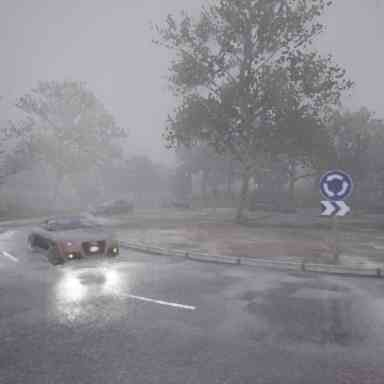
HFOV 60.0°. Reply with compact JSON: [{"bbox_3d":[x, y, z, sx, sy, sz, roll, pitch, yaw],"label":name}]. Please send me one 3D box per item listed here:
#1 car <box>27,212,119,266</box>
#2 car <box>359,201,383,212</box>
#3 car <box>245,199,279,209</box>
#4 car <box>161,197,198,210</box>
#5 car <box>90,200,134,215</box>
[{"bbox_3d":[-4.301,1.564,11.743,1.994,1.385,4.181,0,0,-41],"label":"car"},{"bbox_3d":[21.260,1.687,37.152,1.895,1.301,4.718,0,0,-43],"label":"car"},{"bbox_3d":[8.843,1.527,42.014,4.181,1.385,1.994,1,0,1],"label":"car"},{"bbox_3d":[-1.596,1.425,42.469,4.902,1.511,2.128,-1,0,-28],"label":"car"},{"bbox_3d":[-7.485,1.506,31.553,1.837,1.490,4.892,-1,-1,27],"label":"car"}]
